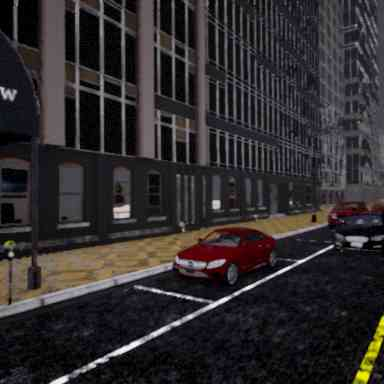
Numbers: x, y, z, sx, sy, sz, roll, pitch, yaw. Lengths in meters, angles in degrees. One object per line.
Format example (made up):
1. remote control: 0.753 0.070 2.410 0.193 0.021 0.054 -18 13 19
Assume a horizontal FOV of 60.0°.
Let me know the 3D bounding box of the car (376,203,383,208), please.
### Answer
1. car: 20.949 1.887 36.681 1.887 1.381 4.507 -1 -1 36

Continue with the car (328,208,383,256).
1. car: 7.338 1.633 13.898 2.128 1.511 4.902 -1 -1 37

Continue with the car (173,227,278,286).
1. car: 1.200 1.735 9.949 1.802 1.307 4.206 -1 -1 36

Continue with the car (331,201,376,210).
1. car: 11.072 1.563 23.318 2.192 1.841 5.009 -1 -1 36
